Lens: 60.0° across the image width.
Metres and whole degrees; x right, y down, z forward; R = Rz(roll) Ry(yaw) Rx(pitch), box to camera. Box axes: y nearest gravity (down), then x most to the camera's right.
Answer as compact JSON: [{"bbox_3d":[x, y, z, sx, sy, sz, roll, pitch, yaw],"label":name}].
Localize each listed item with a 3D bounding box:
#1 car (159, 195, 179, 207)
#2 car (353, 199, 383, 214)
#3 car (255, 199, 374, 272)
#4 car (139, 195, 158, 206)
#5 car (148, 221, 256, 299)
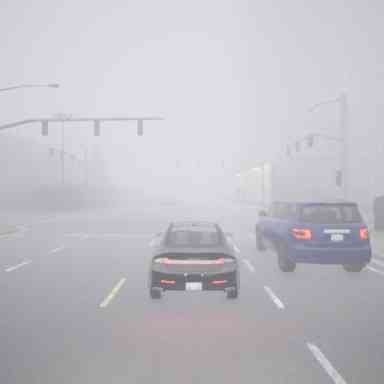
[{"bbox_3d":[-3.607,1.524,52.541,2.033,1.411,5.357,0,0,0],"label":"car"},{"bbox_3d":[20.269,1.531,35.672,4.902,1.511,2.128,0,0,0],"label":"car"},{"bbox_3d":[3.567,1.217,10.862,2.150,2.045,5.566,0,0,0],"label":"car"},{"bbox_3d":[-7.104,1.329,52.693,2.097,1.767,4.553,0,0,0],"label":"car"},{"bbox_3d":[0.053,1.488,8.417,2.128,1.511,4.902,0,0,0],"label":"car"}]
